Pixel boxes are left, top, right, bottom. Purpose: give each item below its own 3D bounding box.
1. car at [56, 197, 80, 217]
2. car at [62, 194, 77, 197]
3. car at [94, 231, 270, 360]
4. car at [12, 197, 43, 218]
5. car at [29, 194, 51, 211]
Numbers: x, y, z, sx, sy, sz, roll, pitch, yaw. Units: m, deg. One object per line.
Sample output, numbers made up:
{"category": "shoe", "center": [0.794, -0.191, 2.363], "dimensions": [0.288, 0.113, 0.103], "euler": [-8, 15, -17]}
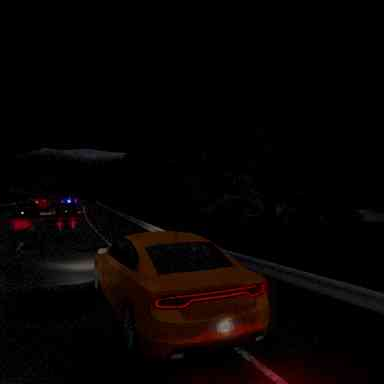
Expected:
{"category": "car", "center": [-11.831, 1.492, 31.556], "dimensions": [2.128, 1.511, 4.902], "euler": [0, 0, -19]}
{"category": "car", "center": [-15.228, 1.221, 41.464], "dimensions": [2.150, 2.045, 5.566], "euler": [0, 0, -18]}
{"category": "car", "center": [-0.621, 1.478, 6.291], "dimensions": [1.882, 1.535, 5.008], "euler": [0, 0, -24]}
{"category": "car", "center": [-15.010, 1.505, 30.175], "dimensions": [1.837, 1.490, 4.892], "euler": [0, 0, -19]}
{"category": "car", "center": [-18.397, 1.221, 40.079], "dimensions": [2.150, 2.045, 5.566], "euler": [0, 0, -19]}
